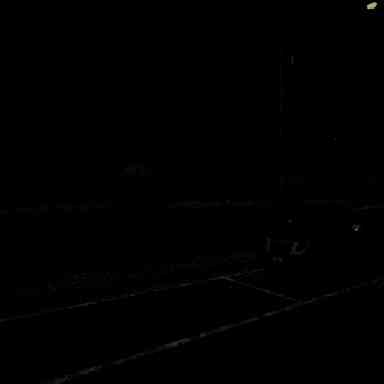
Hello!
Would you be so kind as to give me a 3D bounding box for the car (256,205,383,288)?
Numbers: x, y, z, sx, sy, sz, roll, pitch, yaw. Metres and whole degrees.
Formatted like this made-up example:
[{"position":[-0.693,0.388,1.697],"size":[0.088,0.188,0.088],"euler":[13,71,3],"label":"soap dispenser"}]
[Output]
[{"position":[4.104,1.313,9.466],"size":[5.009,1.841,2.192],"euler":[0,0,-36],"label":"car"}]
